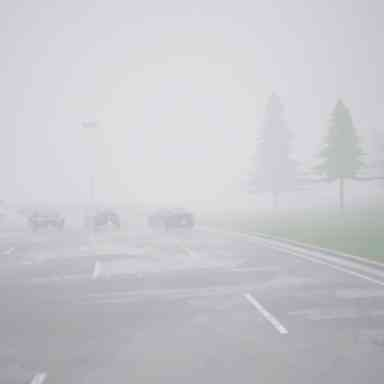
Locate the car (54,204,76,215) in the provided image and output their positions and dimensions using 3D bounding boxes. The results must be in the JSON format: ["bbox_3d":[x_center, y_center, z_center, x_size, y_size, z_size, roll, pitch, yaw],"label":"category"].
[{"bbox_3d":[-16.550,2.146,41.121,5.357,1.411,2.033,-1,-1,37],"label":"car"}]

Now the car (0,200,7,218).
[{"bbox_3d":[-22.465,1.888,36.651,5.566,2.045,2.150,-1,0,39],"label":"car"}]

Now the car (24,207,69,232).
[{"bbox_3d":[-10.291,1.956,23.306,1.895,1.301,4.718,-1,-1,-31],"label":"car"}]

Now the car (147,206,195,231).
[{"bbox_3d":[-1.536,1.675,22.167,1.882,1.535,5.008,0,-1,-25],"label":"car"}]

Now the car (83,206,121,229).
[{"bbox_3d":[-6.577,1.804,24.070,1.837,1.490,4.892,-1,0,-28],"label":"car"}]

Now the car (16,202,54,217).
[{"bbox_3d":[-17.964,1.945,37.427,4.553,1.767,2.097,-2,-1,41],"label":"car"}]
